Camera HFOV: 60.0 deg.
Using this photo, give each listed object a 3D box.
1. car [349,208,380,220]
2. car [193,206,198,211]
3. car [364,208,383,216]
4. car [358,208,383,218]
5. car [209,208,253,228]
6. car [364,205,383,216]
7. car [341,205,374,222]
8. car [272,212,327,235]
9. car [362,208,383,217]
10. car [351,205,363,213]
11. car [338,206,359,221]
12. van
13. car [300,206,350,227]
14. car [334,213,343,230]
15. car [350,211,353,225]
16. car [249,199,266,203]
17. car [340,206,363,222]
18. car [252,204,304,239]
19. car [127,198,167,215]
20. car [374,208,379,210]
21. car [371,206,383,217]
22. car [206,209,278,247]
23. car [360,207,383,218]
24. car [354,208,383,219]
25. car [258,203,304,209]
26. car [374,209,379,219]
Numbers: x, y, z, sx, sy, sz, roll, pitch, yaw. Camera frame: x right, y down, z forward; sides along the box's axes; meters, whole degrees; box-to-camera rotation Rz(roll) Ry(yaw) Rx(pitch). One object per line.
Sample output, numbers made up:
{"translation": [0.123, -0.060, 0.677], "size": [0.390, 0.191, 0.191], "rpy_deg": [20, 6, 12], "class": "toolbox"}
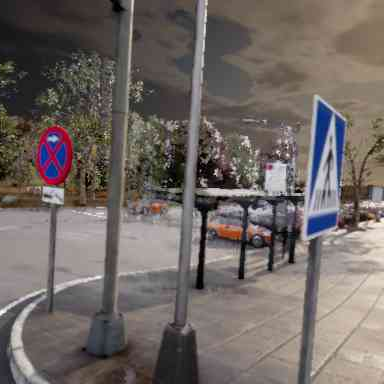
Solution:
{"translation": [32.799, 4.135, 63.341], "size": [4.792, 1.488, 2.163], "rpy_deg": [6, 2, 16], "class": "car"}
{"translation": [1.291, 1.910, 43.057], "size": [1.994, 1.385, 4.181], "rpy_deg": [6, 2, 35], "class": "car"}
{"translation": [43.324, 4.766, 77.981], "size": [4.792, 1.488, 2.163], "rpy_deg": [6, 2, 16], "class": "car"}
{"translation": [38.060, 4.474, 70.657], "size": [4.674, 1.452, 2.002], "rpy_deg": [6, 2, 16], "class": "car"}
{"translation": [3.793, 2.365, 31.480], "size": [1.837, 1.490, 4.892], "rpy_deg": [6, 2, 36], "class": "car"}
{"translation": [45.094, 4.578, 80.411], "size": [5.566, 2.045, 2.435], "rpy_deg": [6, 2, 16], "class": "car"}
{"translation": [24.167, 3.346, 51.129], "size": [5.566, 2.045, 2.435], "rpy_deg": [6, 1, 16], "class": "car"}
{"translation": [10.134, 2.920, 31.627], "size": [4.674, 1.452, 2.002], "rpy_deg": [6, 2, 16], "class": "car"}
{"translation": [41.546, 4.682, 75.535], "size": [4.674, 1.452, 2.002], "rpy_deg": [6, 2, 16], "class": "car"}
{"translation": [42.336, 4.337, 85.305], "size": [2.097, 1.767, 4.553], "rpy_deg": [6, 2, 36], "class": "car"}
{"translation": [18.921, 3.192, 43.800], "size": [4.553, 1.767, 2.185], "rpy_deg": [6, 2, 16], "class": "car"}
{"translation": [4.752, 2.383, 24.341], "size": [4.442, 1.987, 1.878], "rpy_deg": [6, 2, 16], "class": "van"}
{"translation": [13.695, 2.805, 36.485], "size": [5.566, 2.045, 2.435], "rpy_deg": [6, 2, 16], "class": "car"}
{"translation": [12.073, 2.982, 34.011], "size": [5.366, 1.575, 1.946], "rpy_deg": [6, 2, 16], "class": "car"}
{"translation": [17.139, 3.227, 41.371], "size": [4.892, 1.521, 2.231], "rpy_deg": [6, 2, 16], "class": "car"}
{"translation": [10.608, 2.042, 55.984], "size": [2.150, 2.045, 5.566], "rpy_deg": [6, 1, 36], "class": "car"}
{"translation": [20.607, 3.276, 46.264], "size": [4.553, 1.767, 2.185], "rpy_deg": [6, 2, 16], "class": "car"}
{"translation": [6.611, 2.454, 26.743], "size": [5.566, 2.045, 2.435], "rpy_deg": [6, 2, 16], "class": "car"}
{"translation": [-4.642, 1.406, 34.816], "size": [2.097, 1.767, 4.553], "rpy_deg": [6, 2, 36], "class": "car"}
{"translation": [29.164, 3.873, 58.502], "size": [5.366, 1.575, 1.946], "rpy_deg": [6, 2, 16], "class": "car"}
{"translation": [31.083, 3.749, 60.890], "size": [5.566, 2.045, 2.435], "rpy_deg": [6, 2, 16], "class": "car"}
{"translation": [3.033, 2.402, 21.906], "size": [4.553, 1.767, 2.185], "rpy_deg": [6, 2, 16], "class": "car"}
{"translation": [39.847, 4.416, 73.084], "size": [4.553, 1.767, 2.185], "rpy_deg": [6, 2, 16], "class": "car"}
{"translation": [36.312, 4.327, 68.222], "size": [5.008, 1.535, 2.097], "rpy_deg": [6, 1, 16], "class": "car"}
{"translation": [8.434, 2.547, 29.170], "size": [5.566, 2.045, 2.435], "rpy_deg": [6, 2, 16], "class": "car"}
{"translation": [27.780, 3.809, 55.970], "size": [5.366, 1.575, 1.946], "rpy_deg": [6, 1, 16], "class": "car"}
